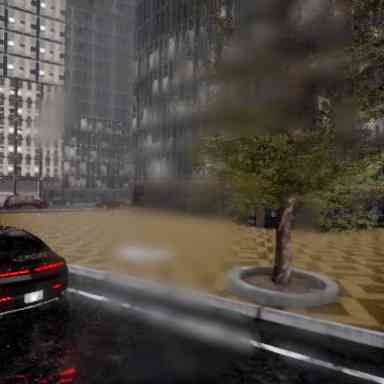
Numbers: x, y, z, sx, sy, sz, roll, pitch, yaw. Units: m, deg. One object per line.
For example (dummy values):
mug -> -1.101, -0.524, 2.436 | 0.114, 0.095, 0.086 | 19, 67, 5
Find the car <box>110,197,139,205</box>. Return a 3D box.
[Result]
car -> -11.998, 1.557, 59.173 | 4.829, 1.417, 1.752 | 1, 1, -34

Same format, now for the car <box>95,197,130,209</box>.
car -> -12.094, 1.765, 49.566 | 4.507, 1.381, 1.887 | 1, 1, -34

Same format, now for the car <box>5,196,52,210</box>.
car -> -21.447, 1.426, 43.163 | 5.009, 1.841, 2.192 | 1, 1, -34

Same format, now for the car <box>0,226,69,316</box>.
car -> -4.543, 1.461, 6.888 | 4.892, 1.490, 1.837 | 0, 0, 36

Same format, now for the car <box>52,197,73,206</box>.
car -> -21.217, 1.474, 52.871 | 4.403, 1.369, 2.008 | 1, 1, -34
